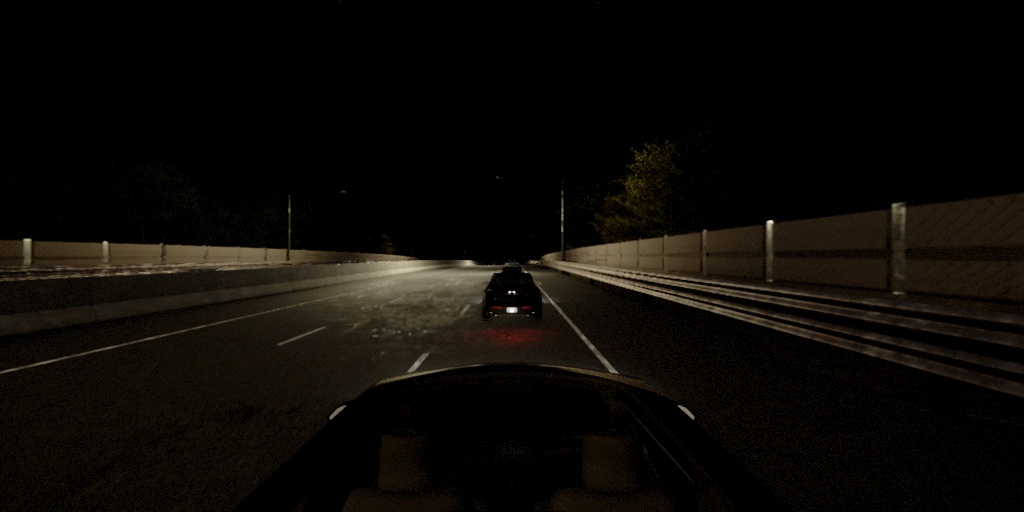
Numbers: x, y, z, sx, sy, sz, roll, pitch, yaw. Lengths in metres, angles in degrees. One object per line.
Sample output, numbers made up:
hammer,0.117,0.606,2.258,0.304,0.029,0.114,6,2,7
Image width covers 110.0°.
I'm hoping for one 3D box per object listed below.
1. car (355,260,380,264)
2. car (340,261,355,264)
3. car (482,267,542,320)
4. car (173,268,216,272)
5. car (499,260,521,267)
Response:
car,-21.064,1.295,53.783,2.128,1.511,4.902,0,0,0
car,-24.559,1.367,53.894,1.994,1.385,4.181,0,0,0
car,-0.001,1.298,12.560,1.837,1.490,4.892,0,0,0
car,-17.566,1.349,19.529,1.895,1.301,4.718,0,0,0
car,-0.001,1.347,36.215,1.895,1.301,4.718,0,0,0
